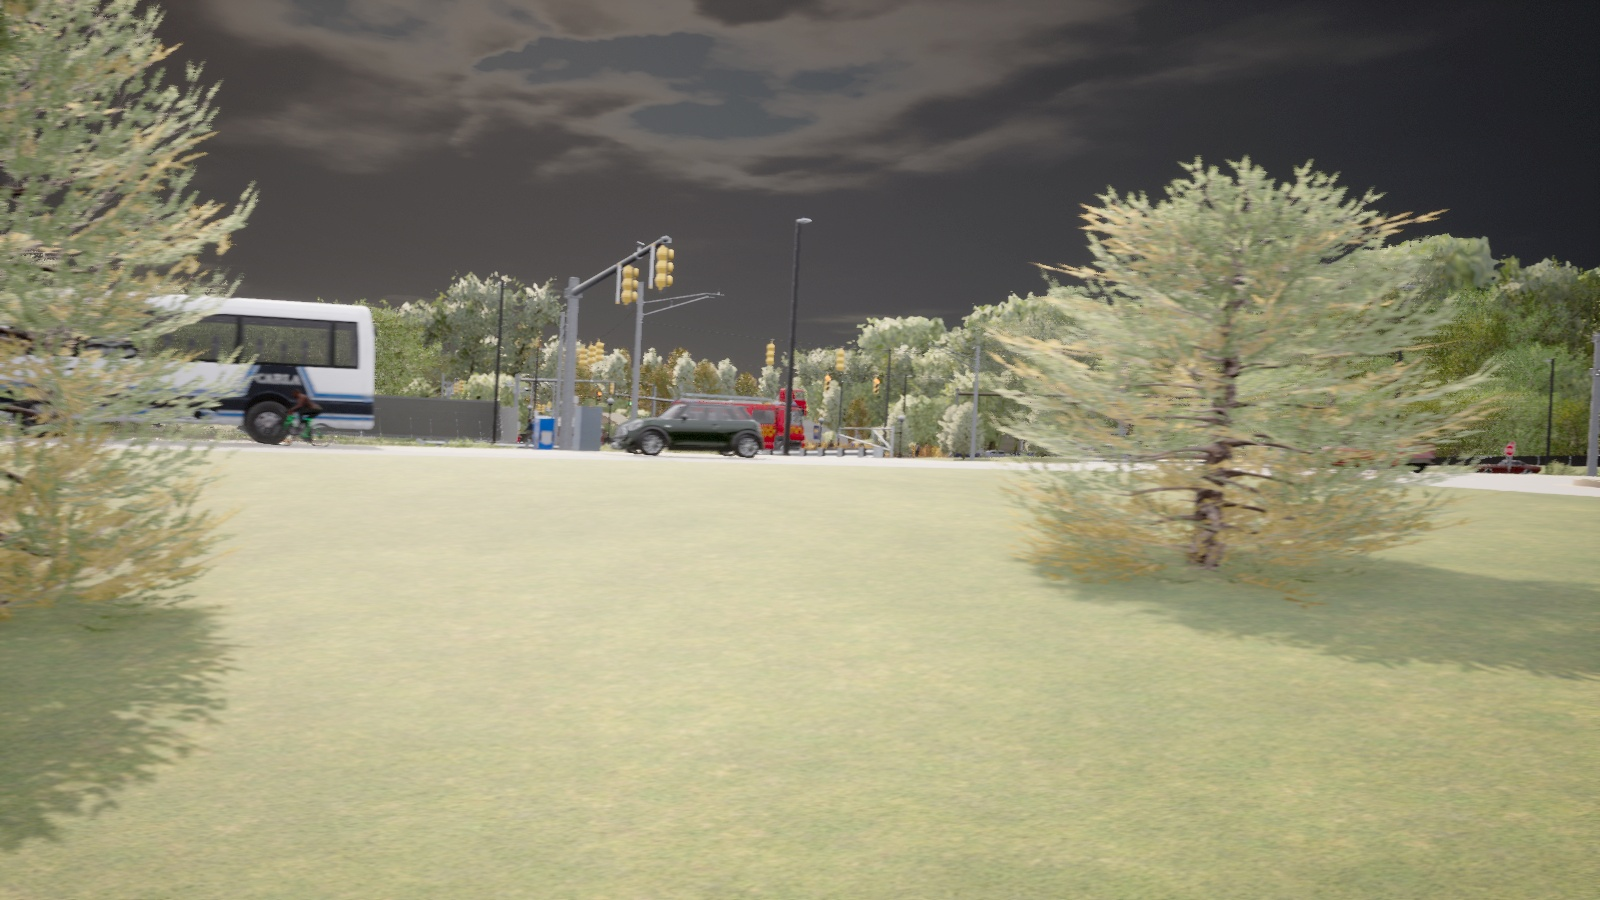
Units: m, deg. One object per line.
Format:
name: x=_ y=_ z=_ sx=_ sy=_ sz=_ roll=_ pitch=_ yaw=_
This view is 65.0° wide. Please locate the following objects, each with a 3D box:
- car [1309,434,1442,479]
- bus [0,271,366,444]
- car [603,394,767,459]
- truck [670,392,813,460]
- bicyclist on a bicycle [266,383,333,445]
car: x=22.392 y=0.220 z=49.032 sx=2.007 sy=1.525 sz=4.514 roll=2 pitch=1 yaw=-22
bus: x=-18.164 y=-2.504 z=36.331 sx=10.273 sy=4.253 sz=3.944 roll=2 pitch=1 yaw=-22
car: x=-3.535 y=-0.706 z=38.620 sx=4.553 sy=1.767 sz=2.097 roll=2 pitch=1 yaw=-22
truck: x=-3.580 y=-1.453 z=78.275 sx=8.468 sy=3.827 sz=2.891 roll=2 pitch=1 yaw=-35
bicyclist on a bicycle: x=-13.708 y=-0.975 z=34.422 sx=1.656 sy=1.620 sz=0.582 roll=2 pitch=1 yaw=-22
